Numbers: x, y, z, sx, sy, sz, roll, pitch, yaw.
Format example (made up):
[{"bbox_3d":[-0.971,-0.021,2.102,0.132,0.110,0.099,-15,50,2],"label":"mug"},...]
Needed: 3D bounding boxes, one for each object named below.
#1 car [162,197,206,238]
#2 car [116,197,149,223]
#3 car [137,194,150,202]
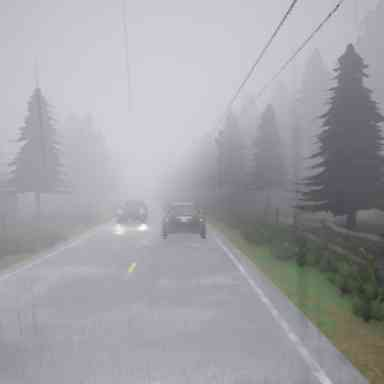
[{"bbox_3d":[-0.474,1.337,17.641,2.097,1.767,4.553,0,0,-3],"label":"car"},{"bbox_3d":[-4.391,1.338,25.030,2.097,1.767,4.553,0,0,-5],"label":"car"},{"bbox_3d":[-9.537,1.115,65.288,2.033,1.411,5.357,0,0,-15],"label":"car"}]
